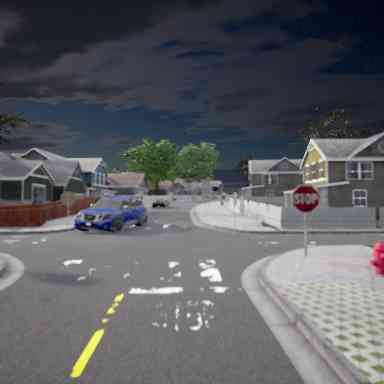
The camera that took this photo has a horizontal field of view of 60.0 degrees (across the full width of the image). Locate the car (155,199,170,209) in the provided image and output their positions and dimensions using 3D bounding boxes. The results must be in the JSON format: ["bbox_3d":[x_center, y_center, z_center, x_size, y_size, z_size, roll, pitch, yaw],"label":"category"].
[{"bbox_3d":[-4.082,1.531,43.575,1.895,1.301,4.718,0,0,3],"label":"car"}]

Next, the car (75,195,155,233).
[{"bbox_3d":[-4.537,1.273,19.844,2.150,2.045,5.566,2,1,17],"label":"car"}]
